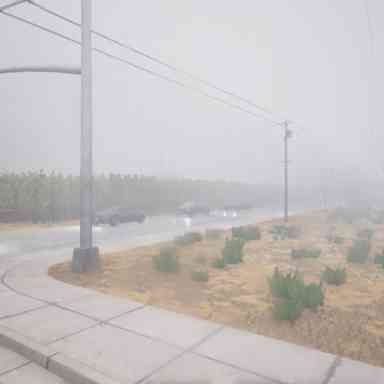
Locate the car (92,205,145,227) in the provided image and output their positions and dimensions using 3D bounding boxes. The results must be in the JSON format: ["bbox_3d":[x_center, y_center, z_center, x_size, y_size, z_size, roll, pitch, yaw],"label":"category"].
[{"bbox_3d":[-5.225,1.599,23.556,1.994,1.385,4.181,0,0,33],"label":"car"}]

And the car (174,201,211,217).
[{"bbox_3d":[0.125,1.560,31.886,1.812,1.442,4.674,0,0,32],"label":"car"}]

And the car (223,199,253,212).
[{"bbox_3d":[5.743,1.582,40.674,2.033,1.411,5.357,0,0,33],"label":"car"}]
